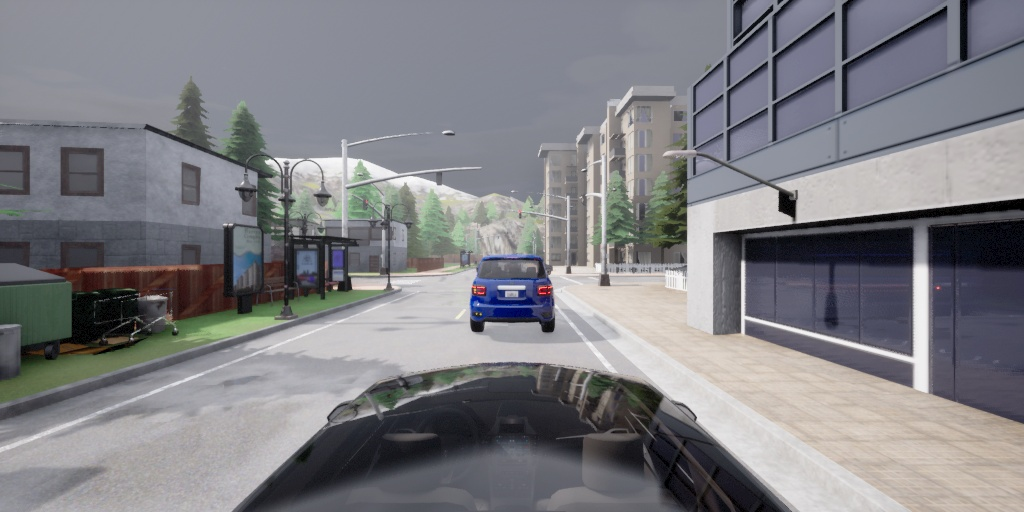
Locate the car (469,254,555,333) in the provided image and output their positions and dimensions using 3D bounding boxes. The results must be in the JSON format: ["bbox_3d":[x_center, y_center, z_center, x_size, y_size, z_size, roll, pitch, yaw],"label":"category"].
[{"bbox_3d":[0.050,0.971,10.939,2.150,2.045,5.566,0,0,1],"label":"car"}]

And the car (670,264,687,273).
[{"bbox_3d":[16.500,1.270,31.858,4.892,1.490,1.837,0,0,-2],"label":"car"}]

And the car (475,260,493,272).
[{"bbox_3d":[-3.599,1.297,47.279,2.033,1.411,5.357,0,0,0],"label":"car"}]

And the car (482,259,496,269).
[{"bbox_3d":[-3.593,1.227,57.199,1.882,1.535,5.008,0,0,0],"label":"car"}]
